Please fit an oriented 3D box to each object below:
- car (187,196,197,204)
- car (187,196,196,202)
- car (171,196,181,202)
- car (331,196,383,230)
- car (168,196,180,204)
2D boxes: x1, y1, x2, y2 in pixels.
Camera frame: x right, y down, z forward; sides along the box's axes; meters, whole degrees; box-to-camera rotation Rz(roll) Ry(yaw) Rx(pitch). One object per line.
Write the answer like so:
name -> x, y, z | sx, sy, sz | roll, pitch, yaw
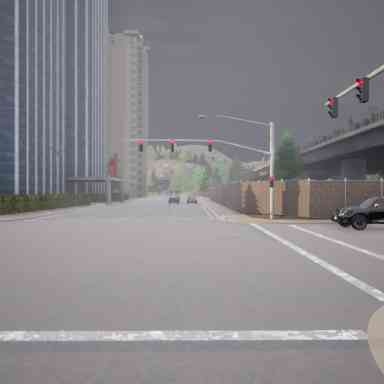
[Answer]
car -> 0.014, 1.564, 64.636 | 1.994, 1.385, 4.181 | 0, 0, 0
car -> -0.099, 1.595, 74.598 | 1.895, 1.301, 4.718 | 0, 0, 0
car -> -3.598, 1.540, 74.457 | 2.033, 1.411, 5.357 | 0, 0, 0
car -> 11.817, 1.277, 20.970 | 5.566, 2.045, 2.150 | 0, 0, 0
car -> -3.488, 1.478, 64.240 | 1.882, 1.535, 5.008 | 0, 0, 0
